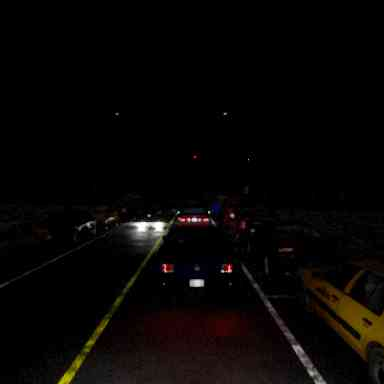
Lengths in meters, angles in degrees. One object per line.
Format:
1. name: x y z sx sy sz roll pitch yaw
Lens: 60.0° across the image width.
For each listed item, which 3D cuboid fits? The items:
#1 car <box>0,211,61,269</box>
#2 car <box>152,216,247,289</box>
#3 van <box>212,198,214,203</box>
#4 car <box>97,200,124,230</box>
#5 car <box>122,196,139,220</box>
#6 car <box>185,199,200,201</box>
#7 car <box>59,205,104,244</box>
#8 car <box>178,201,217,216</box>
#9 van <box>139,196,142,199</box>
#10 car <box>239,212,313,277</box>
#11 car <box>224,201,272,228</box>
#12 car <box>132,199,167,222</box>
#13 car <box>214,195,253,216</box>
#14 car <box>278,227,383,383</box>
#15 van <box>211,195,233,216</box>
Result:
1. car: -5.754 1.491 9.765 1.752 1.417 4.829 0 0 0
2. car: 0.110 1.569 9.011 1.895 1.301 4.718 0 0 0
3. van: 2.790 1.252 26.237 1.690 1.788 3.998 0 0 0
4. car: -5.742 1.454 20.640 1.752 1.417 4.829 0 0 0
5. car: -5.735 1.351 26.247 1.967 1.590 4.097 0 0 0
6. car: 0.031 1.377 29.931 1.882 1.535 5.008 0 0 0
7. car: -5.748 1.512 15.373 1.947 1.339 4.313 0 0 0
8. car: 0.121 1.480 19.616 2.033 1.411 5.357 0 0 0
9. van: -5.729 1.235 31.685 1.690 1.788 3.998 0 0 0
10. car: 2.771 1.510 9.925 1.887 1.381 4.507 0 0 0
11. car: 2.777 1.387 15.362 1.967 1.590 4.097 0 0 0
12. car: -3.012 1.478 25.487 1.994 1.385 4.181 0 0 1
13. car: 2.783 1.244 20.800 2.192 1.841 5.009 0 0 0
14. car: 2.765 1.508 4.658 1.752 1.417 4.829 0 0 0
15. van: 2.796 1.235 31.675 1.690 1.788 3.998 0 0 0
